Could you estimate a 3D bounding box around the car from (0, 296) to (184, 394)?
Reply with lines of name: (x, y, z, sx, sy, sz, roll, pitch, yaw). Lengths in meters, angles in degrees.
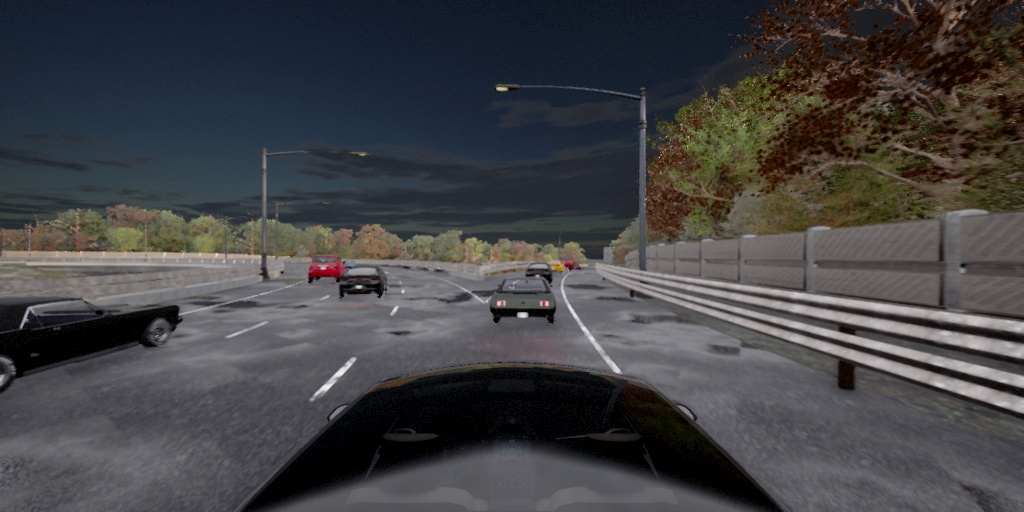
car: (-8.267, 1.337, 6.118, 1.895, 1.301, 4.718, 0, 0, -9)

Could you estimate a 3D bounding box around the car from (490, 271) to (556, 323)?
car: (0.442, 1.353, 12.185, 1.895, 1.301, 4.718, 0, 0, 4)

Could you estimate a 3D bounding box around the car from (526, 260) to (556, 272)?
car: (2.163, 1.236, 27.431, 1.882, 1.535, 5.008, 0, 0, 9)

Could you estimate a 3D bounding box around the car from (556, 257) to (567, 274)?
car: (5.024, 1.244, 41.905, 1.882, 1.535, 5.008, 0, 0, 13)

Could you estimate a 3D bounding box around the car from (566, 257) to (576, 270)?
car: (8.099, 1.131, 54.295, 2.150, 2.045, 5.566, 0, -1, 14)

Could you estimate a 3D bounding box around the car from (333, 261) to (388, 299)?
car: (-7.484, 1.212, 18.354, 1.882, 1.535, 5.008, 0, 0, -16)

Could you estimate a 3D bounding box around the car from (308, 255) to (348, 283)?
car: (-14.372, 0.951, 27.994, 2.150, 2.045, 5.566, 0, 0, -21)
